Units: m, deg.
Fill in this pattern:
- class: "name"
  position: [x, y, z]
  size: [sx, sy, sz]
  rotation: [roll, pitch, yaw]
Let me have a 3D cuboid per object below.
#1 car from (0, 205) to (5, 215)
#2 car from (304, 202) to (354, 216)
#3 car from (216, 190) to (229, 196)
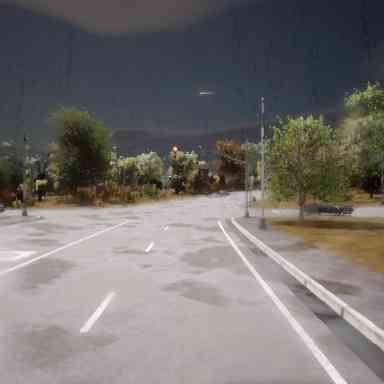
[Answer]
- class: "car"
  position: [-22.192, 1.633, 34.777]
  size: [5.008, 1.535, 1.882]
  rotation: [-1, 0, 3]
- class: "car"
  position: [13.259, 1.588, 32.677]
  size: [4.718, 1.301, 1.895]
  rotation: [-1, 0, 3]
- class: "car"
  position: [8.313, 0.266, 90.469]
  size: [2.033, 1.411, 5.357]
  rotation: [0, 3, 30]
